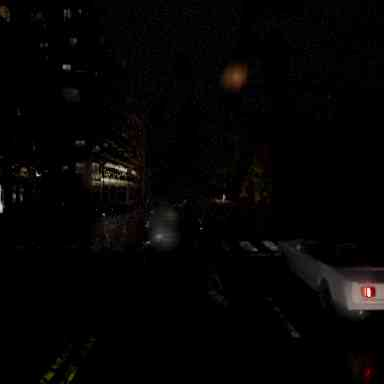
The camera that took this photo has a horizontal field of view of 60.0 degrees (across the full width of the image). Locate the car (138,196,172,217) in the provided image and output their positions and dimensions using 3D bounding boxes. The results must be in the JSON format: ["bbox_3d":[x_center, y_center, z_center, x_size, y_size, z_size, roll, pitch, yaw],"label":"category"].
[{"bbox_3d":[-3.364,1.469,30.907,2.128,1.511,4.902,0,0,0],"label":"car"}]

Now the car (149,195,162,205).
[{"bbox_3d":[-6.591,1.427,60.383,1.882,1.535,5.008,0,0,0],"label":"car"}]

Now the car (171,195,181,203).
[{"bbox_3d":[-3.280,1.417,69.320,1.882,1.535,5.008,0,0,0],"label":"car"}]

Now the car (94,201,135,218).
[{"bbox_3d":[-7.180,1.580,30.511,1.895,1.301,4.718,0,0,9],"label":"car"}]

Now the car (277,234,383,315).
[{"bbox_3d":[3.344,1.592,7.467,1.895,1.301,4.718,0,0,0],"label":"car"}]

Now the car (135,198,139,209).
[{"bbox_3d":[-6.615,1.505,44.650,2.033,1.411,5.357,0,0,0],"label":"car"}]

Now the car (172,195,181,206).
[{"bbox_3d":[-3.344,1.500,53.816,2.033,1.411,5.357,0,0,0],"label":"car"}]
